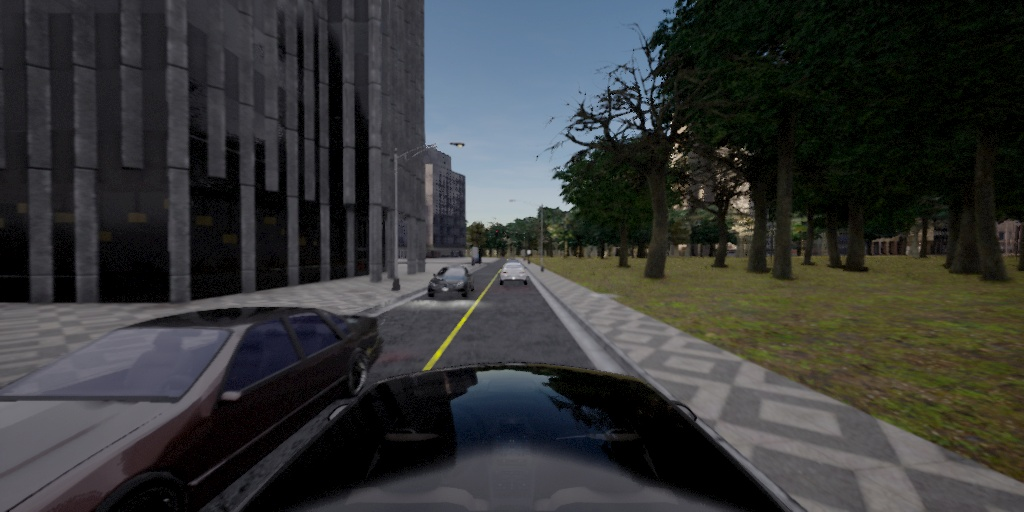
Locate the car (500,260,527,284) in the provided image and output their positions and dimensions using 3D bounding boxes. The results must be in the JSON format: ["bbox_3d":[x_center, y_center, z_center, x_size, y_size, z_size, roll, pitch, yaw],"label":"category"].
[{"bbox_3d":[0.105,1.208,25.847,1.812,1.442,4.674,0,0,0],"label":"car"}]

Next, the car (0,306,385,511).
[{"bbox_3d":[-3.066,1.296,3.743,2.033,1.411,5.357,0,0,0],"label":"car"}]

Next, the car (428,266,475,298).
[{"bbox_3d":[-3.002,1.241,18.502,1.812,1.442,4.674,0,0,0],"label":"car"}]
